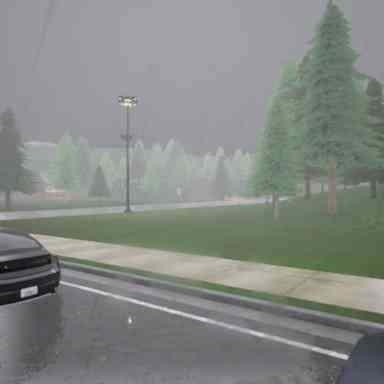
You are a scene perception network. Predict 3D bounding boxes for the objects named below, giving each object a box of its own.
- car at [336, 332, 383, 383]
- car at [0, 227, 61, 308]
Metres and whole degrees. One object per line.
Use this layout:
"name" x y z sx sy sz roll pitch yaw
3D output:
"car" 3.490 1.543 1.501 5.357 1.411 2.033 0 0 36
"car" -4.879 1.522 7.348 4.892 1.490 1.837 0 0 35
